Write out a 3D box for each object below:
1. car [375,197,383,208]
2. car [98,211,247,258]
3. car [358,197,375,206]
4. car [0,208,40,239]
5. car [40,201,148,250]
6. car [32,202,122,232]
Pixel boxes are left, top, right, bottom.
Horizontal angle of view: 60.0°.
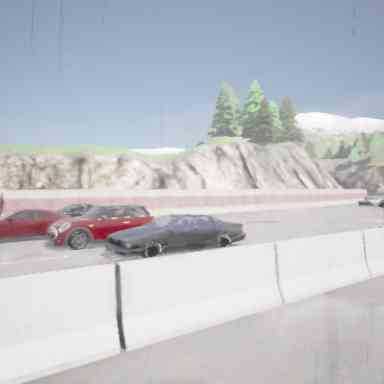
[{"bbox_3d":[25.521,1.283,42.369,2.033,1.411,5.357,0,0,44],"label":"car"},{"bbox_3d":[-0.394,1.507,12.307,5.357,1.411,2.033,0,0,-35],"label":"car"},{"bbox_3d":[25.061,1.323,47.028,1.895,1.301,4.718,0,0,43],"label":"car"},{"bbox_3d":[-7.930,1.510,15.532,4.674,1.442,1.812,0,0,-36],"label":"car"},{"bbox_3d":[-3.716,1.321,14.242,4.553,1.767,2.097,0,0,-36],"label":"car"},{"bbox_3d":[-7.008,1.468,20.491,4.892,1.490,1.837,0,0,-36],"label":"car"}]
